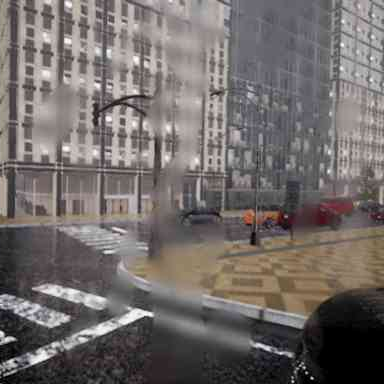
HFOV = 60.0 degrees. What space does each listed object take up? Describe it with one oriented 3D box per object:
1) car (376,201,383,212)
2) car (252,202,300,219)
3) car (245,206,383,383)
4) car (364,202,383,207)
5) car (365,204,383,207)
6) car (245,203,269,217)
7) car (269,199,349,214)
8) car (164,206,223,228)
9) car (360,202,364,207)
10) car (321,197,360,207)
[{"bbox_3d":[26.785,1.934,44.751,4.206,1.307,1.802,1,1,-34],"label":"car"},{"bbox_3d":[8.087,1.717,31.923,4.403,1.369,2.008,1,1,-34],"label":"car"},{"bbox_3d":[3.179,1.222,1.387,5.566,2.045,2.150,0,0,37],"label":"car"},{"bbox_3d":[22.111,1.871,41.544,4.313,1.339,1.947,1,1,-34],"label":"car"},{"bbox_3d":[17.217,1.967,28.633,4.507,1.381,1.887,1,1,-34],"label":"car"},{"bbox_3d":[6.007,1.611,23.966,4.553,1.767,2.097,1,1,-34],"label":"car"},{"bbox_3d":[7.873,1.645,22.215,5.009,1.841,2.192,1,1,-34],"label":"car"},{"bbox_3d":[0.143,1.703,23.487,4.181,1.385,1.994,1,1,-34],"label":"car"},{"bbox_3d":[17.297,1.783,38.240,4.829,1.417,1.752,1,1,-34],"label":"car"},{"bbox_3d":[13.733,1.495,32.795,5.566,2.045,2.150,0,1,-34],"label":"car"}]
